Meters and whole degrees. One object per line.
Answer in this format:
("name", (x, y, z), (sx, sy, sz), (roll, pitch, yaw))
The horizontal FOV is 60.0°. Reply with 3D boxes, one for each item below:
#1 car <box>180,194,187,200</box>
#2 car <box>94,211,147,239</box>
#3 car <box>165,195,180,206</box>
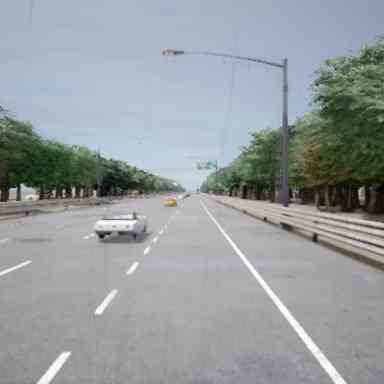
("car", (-3.033, 1.584, 93.346), (1.812, 1.442, 4.674), (0, 0, 1))
("car", (-3.487, 1.610, 17.263), (1.895, 1.301, 4.718), (0, 0, 0))
("car", (-3.343, 1.524, 54.151), (1.882, 1.535, 5.008), (0, 0, 0))
